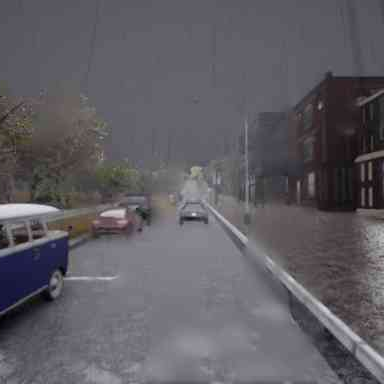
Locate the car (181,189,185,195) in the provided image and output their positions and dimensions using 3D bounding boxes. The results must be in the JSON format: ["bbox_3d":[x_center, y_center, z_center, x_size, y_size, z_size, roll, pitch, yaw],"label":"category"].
[{"bbox_3d":[-3.569,0.857,75.606,2.435,2.045,5.566,0,0,2],"label":"car"}]

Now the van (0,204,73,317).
[{"bbox_3d":[-3.642,1.245,5.774,1.878,1.987,4.442,0,0,2],"label":"van"}]

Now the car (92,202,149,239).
[{"bbox_3d":[-3.635,1.450,16.746,2.002,1.452,4.674,0,0,0],"label":"car"}]

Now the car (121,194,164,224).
[{"bbox_3d":[-3.628,1.136,23.490,2.435,2.045,5.566,0,0,1],"label":"car"}]

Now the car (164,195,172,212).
[{"bbox_3d":[-3.616,1.309,33.375,2.097,1.535,5.008,0,1,2],"label":"car"}]

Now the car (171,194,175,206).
[{"bbox_3d":[-3.610,1.296,38.923,2.097,1.535,5.008,0,0,2],"label":"car"}]

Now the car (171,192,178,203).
[{"bbox_3d":[-3.591,1.250,49.176,1.946,1.575,5.366,0,0,2],"label":"car"}]

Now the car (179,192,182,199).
[{"bbox_3d":[-3.586,1.217,61.113,2.231,1.521,4.892,0,0,2],"label":"car"}]

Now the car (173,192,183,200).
[{"bbox_3d":[-3.563,0.945,83.260,2.185,1.767,4.553,0,1,2],"label":"car"}]

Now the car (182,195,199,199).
[{"bbox_3d":[0.144,1.333,41.164,2.033,1.411,5.357,0,0,0],"label":"car"}]

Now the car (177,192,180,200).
[{"bbox_3d":[-3.592,1.240,55.557,2.097,1.535,5.008,0,1,2],"label":"car"}]

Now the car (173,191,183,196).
[{"bbox_3d":[-3.580,1.173,66.654,2.097,1.535,5.008,0,0,2],"label":"car"}]

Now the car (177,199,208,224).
[{"bbox_3d":[0.125,1.431,23.766,1.994,1.385,4.181,0,0,0],"label":"car"}]
